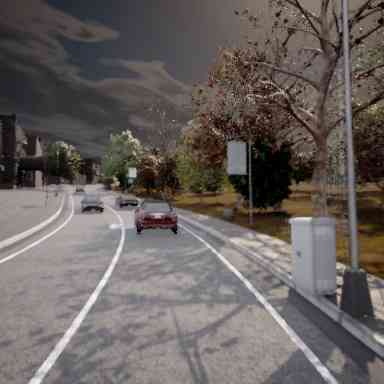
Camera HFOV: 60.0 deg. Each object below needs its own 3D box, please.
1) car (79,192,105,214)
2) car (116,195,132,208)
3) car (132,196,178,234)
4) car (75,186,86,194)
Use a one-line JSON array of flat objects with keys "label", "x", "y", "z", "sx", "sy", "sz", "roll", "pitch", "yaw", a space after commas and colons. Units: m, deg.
[{"label": "car", "x": -8.783, "y": 1.042, "z": 29.380, "sx": 2.033, "sy": 1.411, "sz": 5.357, "roll": 1, "pitch": 2, "yaw": -18}, {"label": "car", "x": -6.967, "y": 0.993, "z": 35.383, "sx": 1.895, "sy": 1.301, "sz": 4.718, "roll": 1, "pitch": 2, "yaw": -19}, {"label": "car", "x": -2.099, "y": 1.201, "z": 18.515, "sx": 2.097, "sy": 1.767, "sz": 4.553, "roll": 1, "pitch": 1, "yaw": -11}, {"label": "car", "x": -22.785, "y": -0.446, "z": 67.782, "sx": 1.837, "sy": 1.490, "sz": 4.892, "roll": 1, "pitch": 2, "yaw": -20}]
